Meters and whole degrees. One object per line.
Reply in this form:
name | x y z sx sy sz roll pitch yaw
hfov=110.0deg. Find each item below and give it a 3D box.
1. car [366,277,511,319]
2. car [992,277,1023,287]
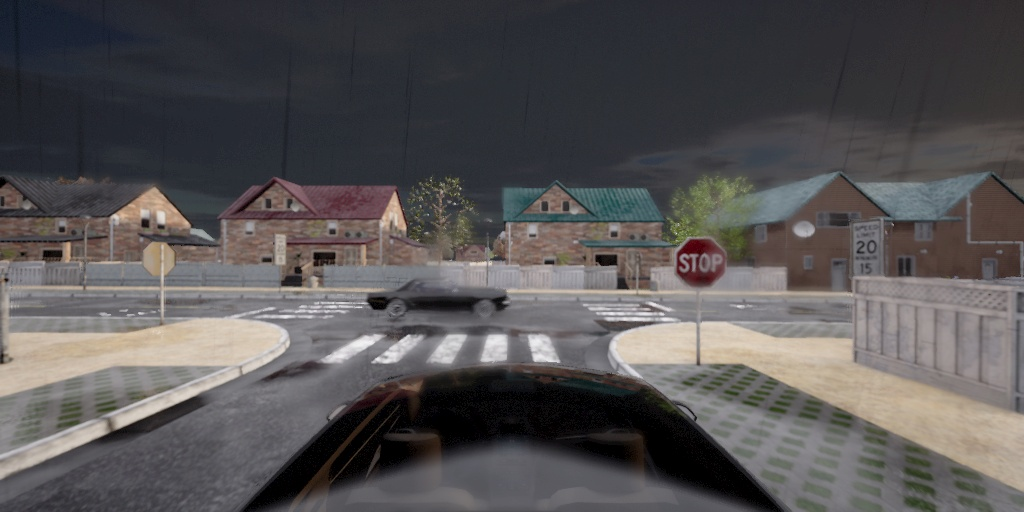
car | -2.408 1.418 12.555 4.718 1.301 1.895 0 0 0
car | 22.359 1.630 15.610 5.357 1.411 2.033 1 0 0
